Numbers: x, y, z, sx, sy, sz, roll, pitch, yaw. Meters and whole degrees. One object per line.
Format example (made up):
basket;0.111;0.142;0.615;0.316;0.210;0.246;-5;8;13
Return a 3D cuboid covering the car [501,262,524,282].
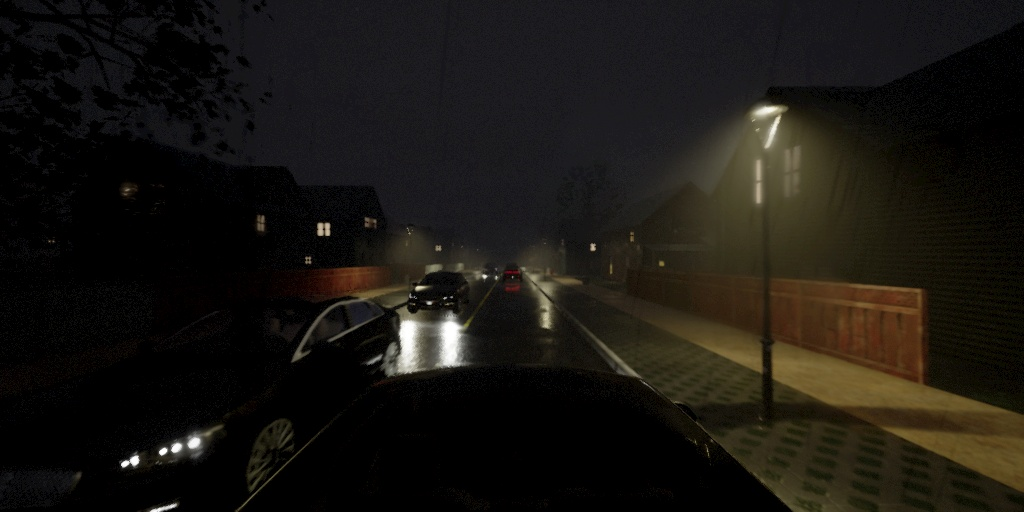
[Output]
car;0.062;1.634;34.328;1.837;1.490;4.892;0;0;0

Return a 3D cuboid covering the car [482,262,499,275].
car;-2.893;1.655;49.395;2.097;1.767;4.553;0;-1;0

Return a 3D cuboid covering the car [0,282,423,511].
car;-2.849;1.274;4.435;2.128;1.511;4.902;0;-1;0

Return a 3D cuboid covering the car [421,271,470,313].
car;-2.854;1.407;14.837;1.837;1.490;4.892;0;-1;0
